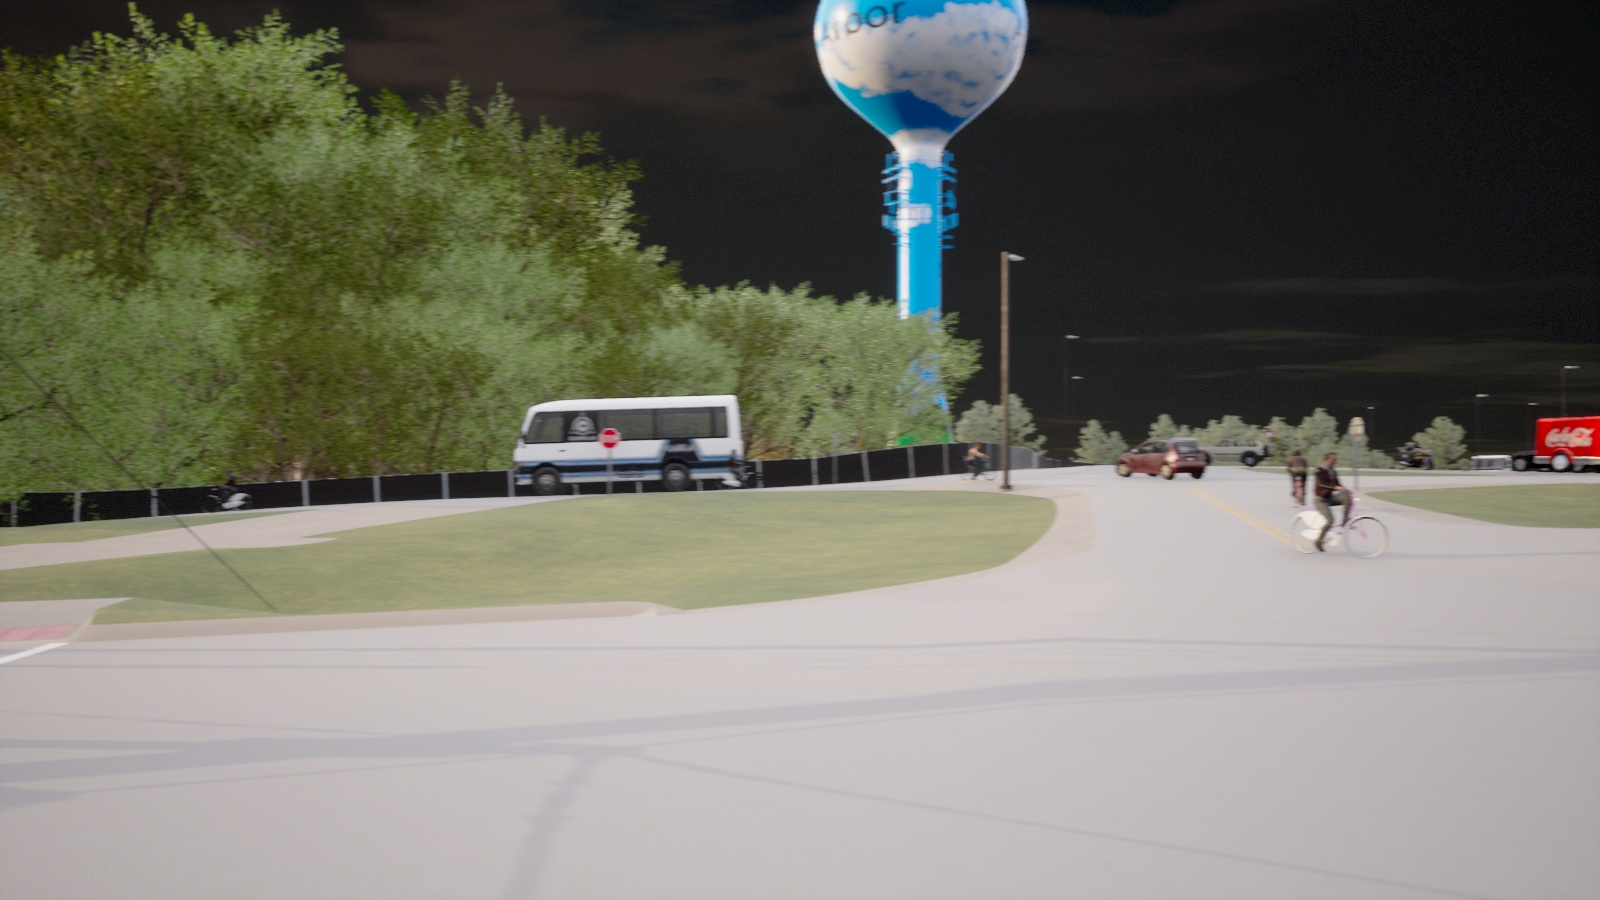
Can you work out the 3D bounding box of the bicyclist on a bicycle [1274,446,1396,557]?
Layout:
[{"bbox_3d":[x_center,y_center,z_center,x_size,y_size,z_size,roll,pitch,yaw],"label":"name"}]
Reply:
[{"bbox_3d":[8.920,0.843,21.011,0.659,1.776,1.843,3,-2,-28],"label":"bicyclist on a bicycle"}]

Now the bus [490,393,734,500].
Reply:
[{"bbox_3d":[-8.240,-0.090,56.304,10.273,4.253,3.944,-2,-2,-1],"label":"bus"}]

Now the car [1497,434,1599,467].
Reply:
[{"bbox_3d":[36.395,0.035,60.412,1.882,1.535,5.008,1,0,-20],"label":"car"}]

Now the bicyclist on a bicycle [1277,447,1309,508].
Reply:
[{"bbox_3d":[13.432,0.733,34.240,0.582,1.620,1.656,-1,1,13],"label":"bicyclist on a bicycle"}]

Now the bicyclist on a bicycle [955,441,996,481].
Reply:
[{"bbox_3d":[7.375,0.450,52.877,1.509,1.612,0.866,-2,-1,-3],"label":"bicyclist on a bicycle"}]

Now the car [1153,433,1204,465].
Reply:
[{"bbox_3d":[20.509,-0.074,68.186,2.242,1.667,4.611,-1,0,12],"label":"car"}]

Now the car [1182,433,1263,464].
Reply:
[{"bbox_3d":[26.372,-0.065,78.427,4.605,1.855,1.932,-1,-2,24],"label":"car"}]

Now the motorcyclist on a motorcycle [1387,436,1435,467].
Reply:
[{"bbox_3d":[31.137,0.082,64.047,0.866,1.530,2.191,0,0,-22],"label":"motorcyclist on a motorcycle"}]

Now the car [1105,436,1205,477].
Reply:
[{"bbox_3d":[14.743,0.224,52.354,1.851,1.617,3.988,-1,1,-25],"label":"car"}]

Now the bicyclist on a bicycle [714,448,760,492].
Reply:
[{"bbox_3d":[-2.648,0.844,52.832,1.843,1.776,0.659,-3,-1,0],"label":"bicyclist on a bicycle"}]

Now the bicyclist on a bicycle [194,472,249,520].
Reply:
[{"bbox_3d":[-23.356,1.851,50.698,1.843,1.776,0.659,-4,0,-33],"label":"bicyclist on a bicycle"}]

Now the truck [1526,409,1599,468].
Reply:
[{"bbox_3d":[34.613,-0.466,54.294,2.627,2.467,5.204,0,0,-16],"label":"truck"}]
